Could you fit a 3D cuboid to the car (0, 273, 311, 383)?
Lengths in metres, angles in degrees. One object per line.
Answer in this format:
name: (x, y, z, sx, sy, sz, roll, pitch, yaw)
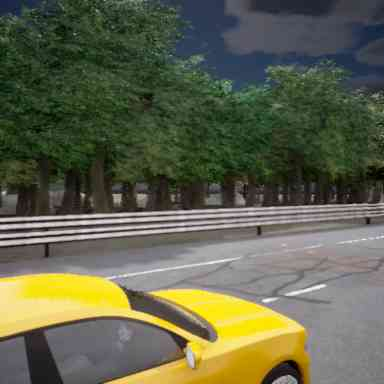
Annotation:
car: (-1.075, 1.467, 2.717, 5.008, 1.535, 1.882, 0, 0, -35)
